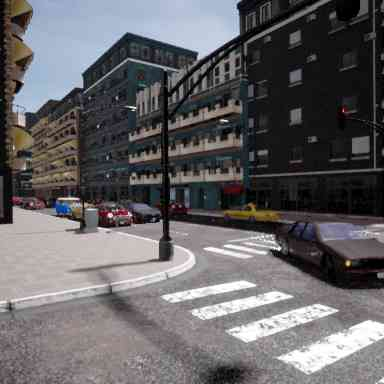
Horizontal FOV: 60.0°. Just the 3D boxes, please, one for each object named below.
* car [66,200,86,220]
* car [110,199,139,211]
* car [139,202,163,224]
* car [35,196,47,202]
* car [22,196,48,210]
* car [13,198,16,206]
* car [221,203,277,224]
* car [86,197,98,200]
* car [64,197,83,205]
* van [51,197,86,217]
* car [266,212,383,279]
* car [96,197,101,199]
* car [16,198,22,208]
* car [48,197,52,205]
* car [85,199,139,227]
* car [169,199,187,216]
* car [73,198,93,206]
[{"bbox_3d":[-8.954,1.652,28.309,1.752,1.417,4.829,-1,1,-36],"label":"car"},{"bbox_3d":[-8.677,1.582,42.324,2.008,1.369,4.403,-1,1,-36],"label":"car"},{"bbox_3d":[-4.292,1.624,26.240,2.033,1.411,5.357,-1,0,-36],"label":"car"},{"bbox_3d":[-37.653,1.728,82.837,1.887,1.381,4.507,-1,1,-36],"label":"car"},{"bbox_3d":[-21.933,1.628,46.452,1.967,1.590,4.097,-1,1,-36],"label":"car"},{"bbox_3d":[-31.590,1.783,59.957,1.887,1.381,4.507,-1,1,-36],"label":"car"},{"bbox_3d":[4.103,1.498,24.458,1.752,1.417,4.829,-1,1,-36],"label":"car"},{"bbox_3d":[-12.825,1.620,38.192,1.837,1.490,4.892,-1,1,-35],"label":"car"},{"bbox_3d":[-21.555,1.646,60.330,2.008,1.369,4.403,-1,1,-36],"label":"car"},{"bbox_3d":[-12.276,1.483,32.947,1.690,1.788,3.998,-1,1,-36],"label":"van"},{"bbox_3d":[4.348,1.611,10.683,2.033,1.411,5.357,-1,0,-6],"label":"car"},{"bbox_3d":[-15.118,1.502,51.326,1.967,1.590,4.097,-1,1,-36],"label":"car"},{"bbox_3d":[-25.151,1.770,50.954,1.947,1.339,4.313,-1,1,-36],"label":"car"},{"bbox_3d":[-25.360,1.647,61.197,1.837,1.490,4.892,-1,0,-36],"label":"car"},{"bbox_3d":[-5.835,1.553,23.946,1.967,1.590,4.097,-1,1,-36],"label":"car"},{"bbox_3d":[-2.239,1.441,33.321,1.967,1.590,4.097,-1,1,-36],"label":"car"},{"bbox_3d":[-18.336,1.644,55.828,1.947,1.339,4.313,-1,1,-36],"label":"car"}]
